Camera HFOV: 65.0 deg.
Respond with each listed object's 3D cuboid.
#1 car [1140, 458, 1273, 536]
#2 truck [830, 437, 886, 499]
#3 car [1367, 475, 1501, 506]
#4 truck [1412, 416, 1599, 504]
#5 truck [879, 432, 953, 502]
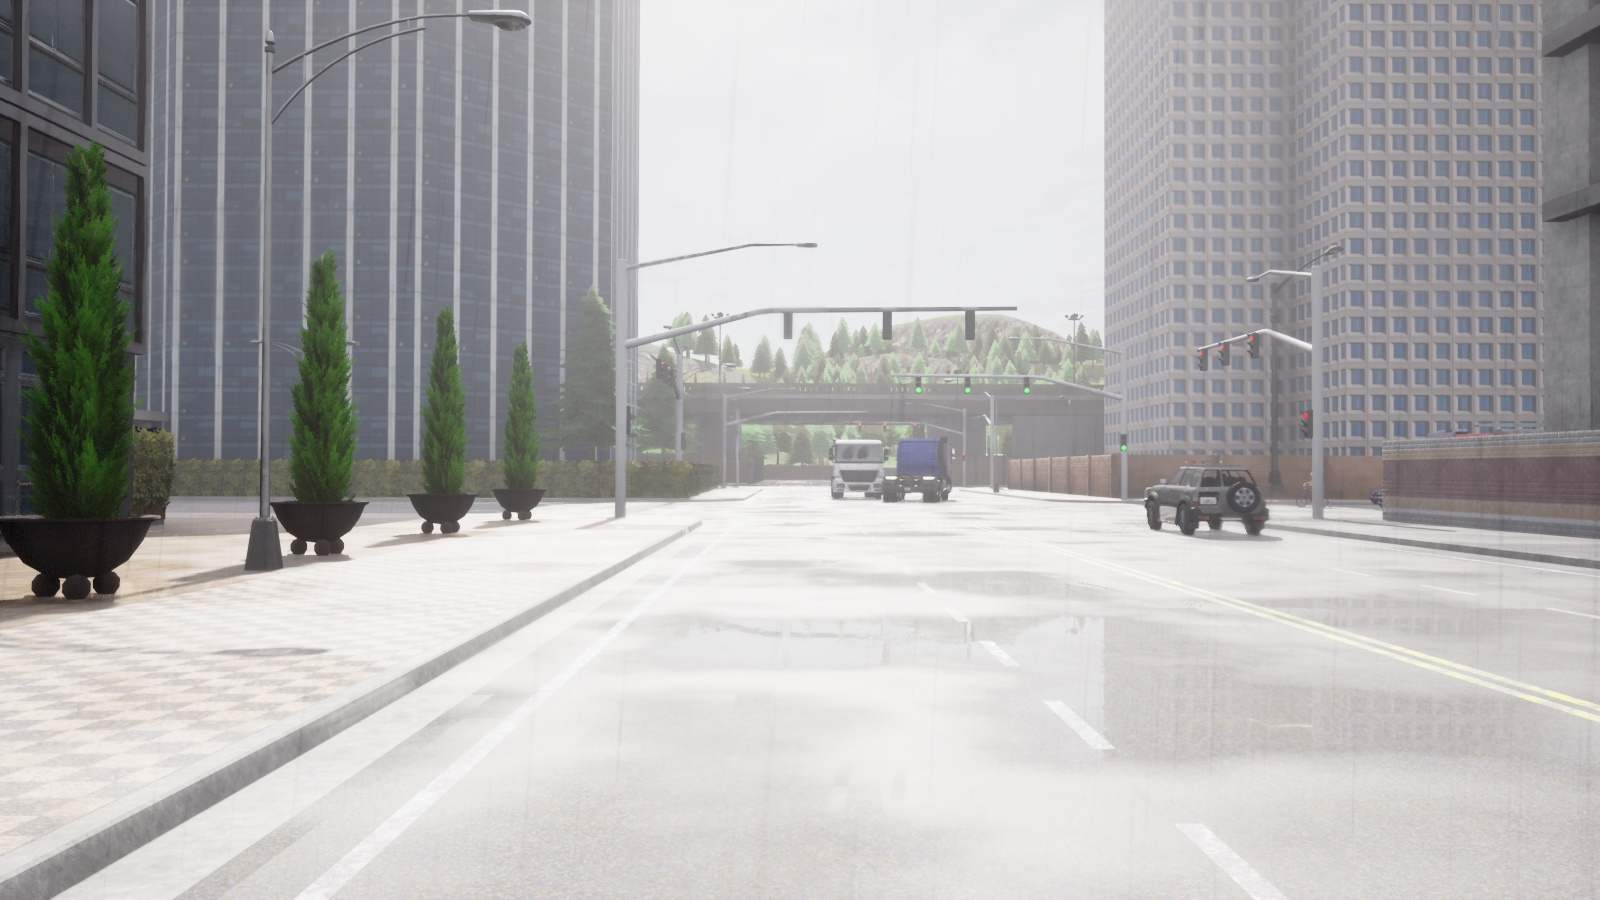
[{"bbox_3d":[10.412,1.138,32.522,1.932,1.855,4.605,0,0,0],"label":"car"},{"bbox_3d":[3.300,1.060,73.939,2.891,3.462,7.936,0,-1,0],"label":"truck"},{"bbox_3d":[26.753,1.699,53.104,4.718,1.301,1.895,0,-1,0],"label":"car"},{"bbox_3d":[32.533,0.469,56.589,8.468,3.827,2.891,0,-1,0],"label":"truck"},{"bbox_3d":[6.235,0.920,66.278,2.891,3.462,7.936,0,-1,13],"label":"truck"}]
